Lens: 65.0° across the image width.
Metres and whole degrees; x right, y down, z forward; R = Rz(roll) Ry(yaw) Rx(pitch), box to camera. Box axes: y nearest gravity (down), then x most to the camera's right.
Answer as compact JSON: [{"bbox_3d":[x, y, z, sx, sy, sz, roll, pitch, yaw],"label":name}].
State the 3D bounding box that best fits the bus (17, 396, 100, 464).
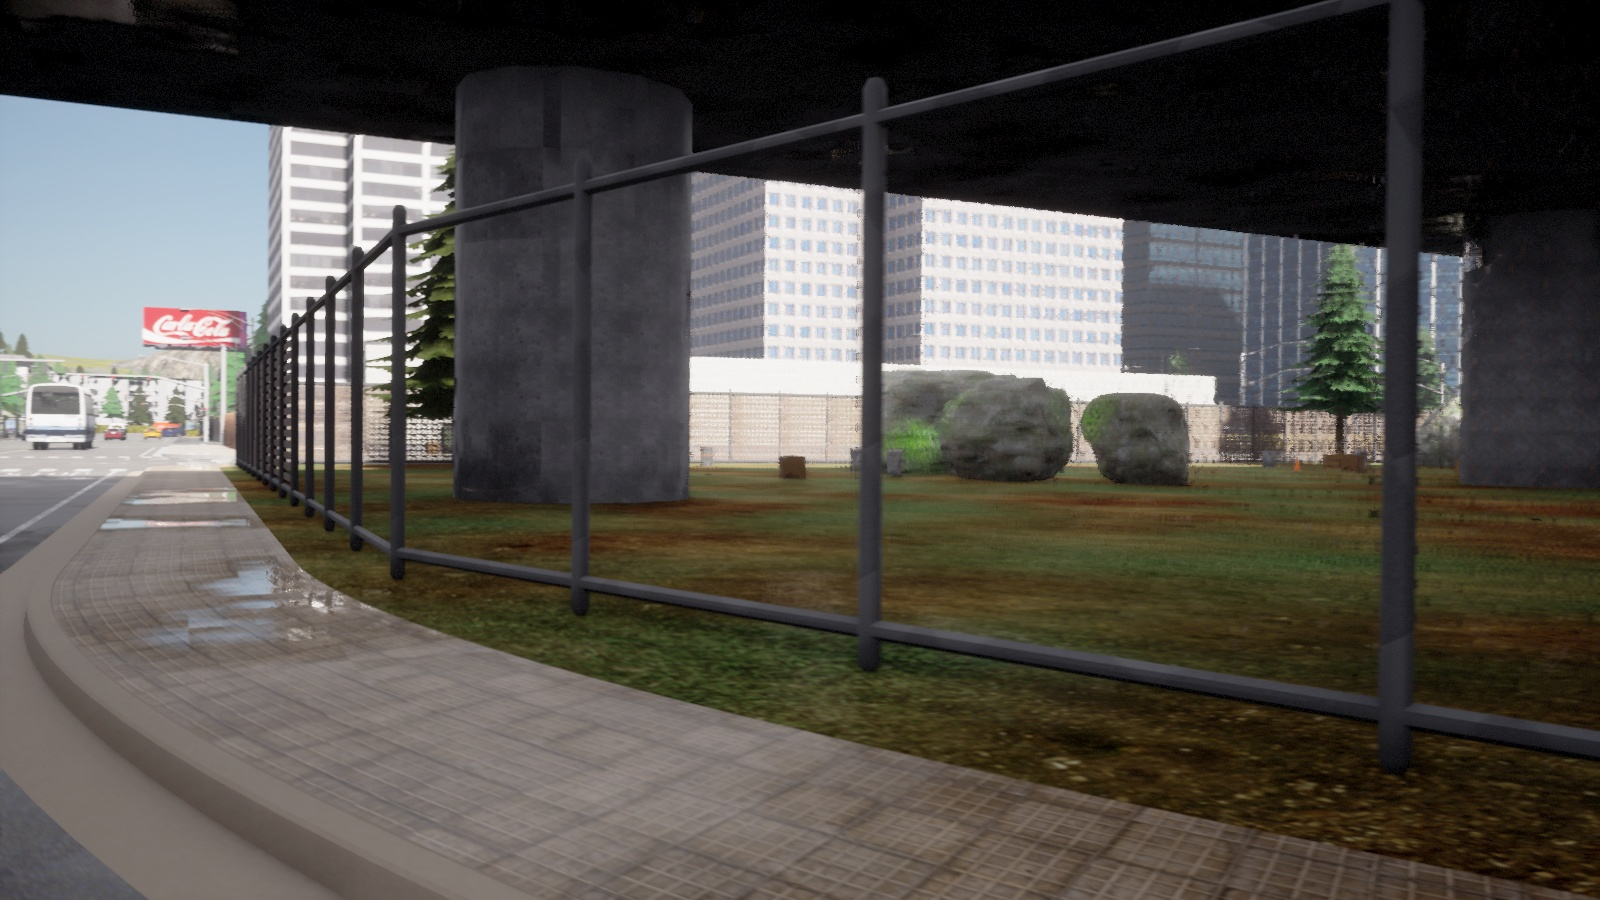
[{"bbox_3d":[-49.375,-1.285,83.903,3.944,4.253,10.273,-1,1,-26],"label":"bus"}]
